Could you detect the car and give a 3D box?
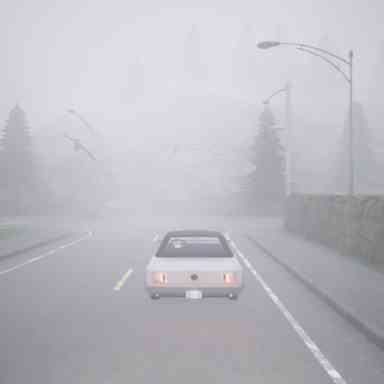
[{"bbox_3d":[0.058,1.600,8.353,1.895,1.301,4.718,0,0,0],"label":"car"}]
